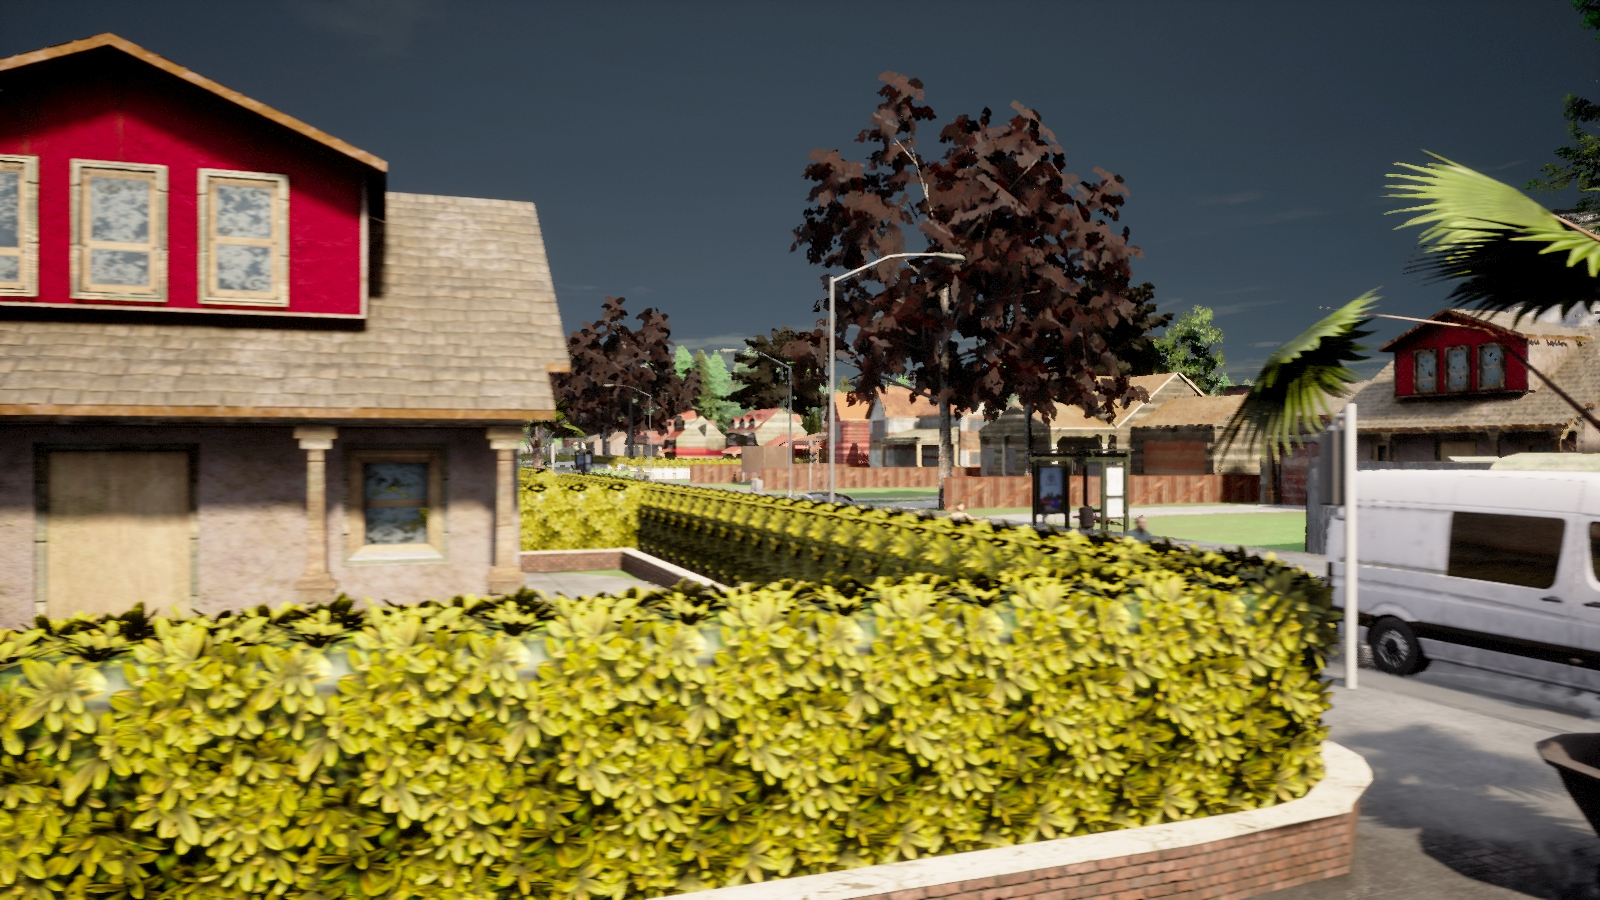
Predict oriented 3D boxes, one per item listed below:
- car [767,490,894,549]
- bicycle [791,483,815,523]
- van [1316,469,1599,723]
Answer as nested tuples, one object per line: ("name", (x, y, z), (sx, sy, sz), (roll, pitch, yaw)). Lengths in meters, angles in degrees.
("car", (0.838, 2.069, 34.939), (2.231, 1.480, 4.892), (0, 0, -20))
("bicycle", (0.100, 2.070, 44.749), (0.329, 1.471, 1.835), (0, 0, -20))
("van", (8.890, 1.537, 12.927), (1.988, 2.561, 5.915), (0, 0, -20))
